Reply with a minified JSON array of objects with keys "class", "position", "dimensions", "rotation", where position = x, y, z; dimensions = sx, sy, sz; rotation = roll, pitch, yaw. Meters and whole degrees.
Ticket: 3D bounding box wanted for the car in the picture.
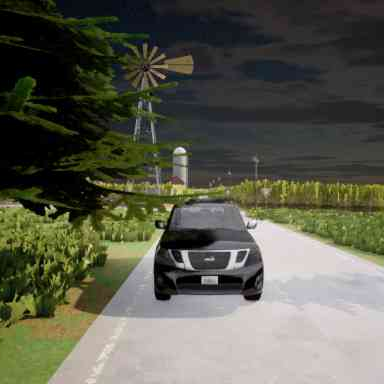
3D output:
[{"class":"car","position":[0.334,1.221,8.702],"dimensions":[2.150,2.045,5.566],"rotation":[0,0,0]}]
